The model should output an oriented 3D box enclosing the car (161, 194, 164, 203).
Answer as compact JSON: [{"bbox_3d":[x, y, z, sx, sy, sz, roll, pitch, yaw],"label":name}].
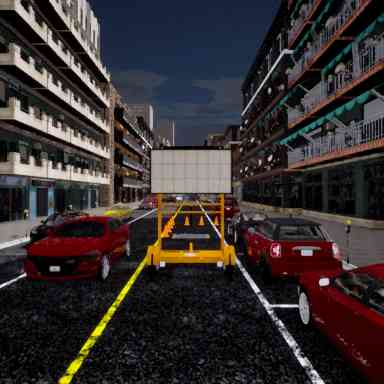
[{"bbox_3d":[-5.829,1.305,49.110,2.192,1.841,5.009,0,0,0],"label":"car"}]

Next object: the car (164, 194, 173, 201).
[{"bbox_3d":[-5.927,1.414,82.927,1.967,1.590,4.097,0,0,0],"label":"car"}]

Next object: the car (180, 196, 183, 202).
[{"bbox_3d":[-3.221,1.503,76.762,1.812,1.442,4.674,0,0,0],"label":"car"}]

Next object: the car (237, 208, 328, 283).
[{"bbox_3d":[2.665,1.440,9.676,1.967,1.590,4.097,0,0,0],"label":"car"}]

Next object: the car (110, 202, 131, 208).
[{"bbox_3d":[-5.764,1.523,26.394,1.752,1.417,4.829,0,0,0],"label":"car"}]

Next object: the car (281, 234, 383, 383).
[{"bbox_3d":[2.682,1.545,4.039,1.887,1.381,4.507,0,0,0],"label":"car"}]

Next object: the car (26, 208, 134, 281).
[{"bbox_3d":[-3.128,1.477,10.083,1.882,1.535,5.008,0,0,0],"label":"car"}]

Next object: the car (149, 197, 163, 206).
[{"bbox_3d":[-5.847,1.569,54.747,1.802,1.307,4.206,0,0,0],"label":"car"}]

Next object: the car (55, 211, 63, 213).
[{"bbox_3d":[-5.732,1.565,15.290,1.947,1.339,4.313,0,0,0],"label":"car"}]

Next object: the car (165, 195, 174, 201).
[{"bbox_3d":[-5.944,1.516,88.565,1.887,1.381,4.507,0,0,0],"label":"car"}]

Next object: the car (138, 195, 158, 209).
[{"bbox_3d":[-5.813,1.432,43.474,1.967,1.590,4.097,0,0,0],"label":"car"}]

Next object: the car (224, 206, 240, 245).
[{"bbox_3d":[2.649,1.550,15.312,2.008,1.369,4.403,0,0,0],"label":"car"}]

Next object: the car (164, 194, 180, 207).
[{"bbox_3d":[-3.244,1.495,52.205,1.837,1.490,4.892,0,0,0],"label":"car"}]

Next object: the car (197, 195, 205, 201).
[{"bbox_3d":[2.437,1.516,88.585,1.887,1.381,4.507,0,0,0],"label":"car"}]

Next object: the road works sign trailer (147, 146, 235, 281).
[{"bbox_3d":[-0.027,0.464,9.800,2.380,3.560,2.880,0,0,0],"label":"road works sign trailer"}]

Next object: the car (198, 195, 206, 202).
[{"bbox_3d":[2.469,1.502,77.482,1.752,1.417,4.829,0,0,0],"label":"car"}]

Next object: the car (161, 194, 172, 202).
[{"bbox_3d":[-5.910,1.292,77.292,2.192,1.841,5.009,0,0,0],"label":"car"}]

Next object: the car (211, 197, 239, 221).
[{"bbox_3d":[2.617,1.312,26.585,2.192,1.841,5.009,0,0,0],"label":"car"}]
